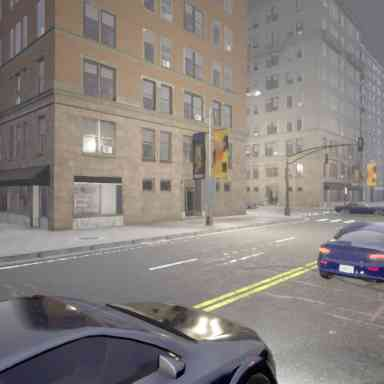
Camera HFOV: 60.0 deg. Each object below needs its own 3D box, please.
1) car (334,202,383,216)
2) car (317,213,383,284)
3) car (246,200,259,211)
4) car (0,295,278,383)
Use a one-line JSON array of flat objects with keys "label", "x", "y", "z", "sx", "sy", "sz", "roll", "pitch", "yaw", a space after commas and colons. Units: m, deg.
[{"label": "car", "x": 15.984, "y": 1.603, "z": 31.011, "sx": 4.718, "sy": 1.301, "sz": 1.895, "roll": 0, "pitch": 0, "yaw": 43}, {"label": "car", "x": 4.977, "y": 1.527, "z": 9.007, "sx": 1.812, "sy": 1.442, "sz": 4.674, "roll": 0, "pitch": 0, "yaw": 43}, {"label": "car", "x": 5.828, "y": 1.489, "z": 40.584, "sx": 4.892, "sy": 1.490, "sz": 1.837, "roll": 0, "pitch": 0, "yaw": 43}, {"label": "car", "x": -1.046, "y": 1.564, "z": 2.565, "sx": 1.994, "sy": 1.385, "sz": 4.181, "roll": 0, "pitch": 0, "yaw": 43}]
